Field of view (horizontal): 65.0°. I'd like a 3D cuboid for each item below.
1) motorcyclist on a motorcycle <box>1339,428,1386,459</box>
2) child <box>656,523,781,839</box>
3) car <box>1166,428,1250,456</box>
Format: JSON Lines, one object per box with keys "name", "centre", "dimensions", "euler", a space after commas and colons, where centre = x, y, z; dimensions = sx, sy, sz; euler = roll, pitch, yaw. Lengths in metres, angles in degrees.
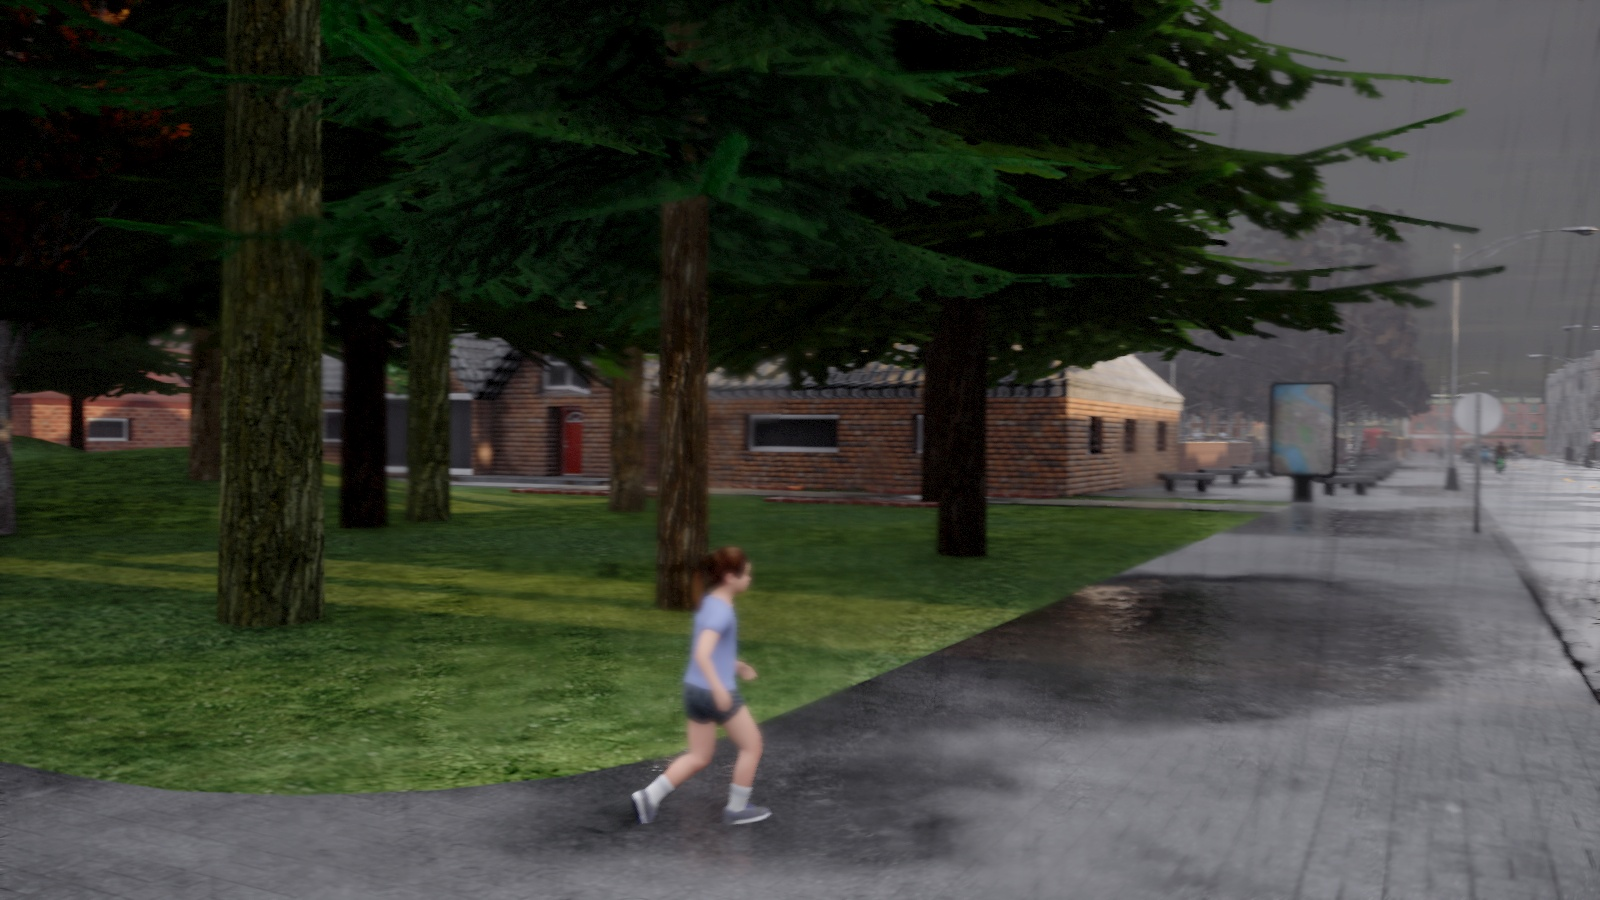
{"name": "motorcyclist on a motorcycle", "centre": [30.824, -0.364, 68.841], "dimensions": [2.350, 1.649, 0.766], "euler": [0, 1, 25]}
{"name": "child", "centre": [-0.306, 0.843, 4.718], "dimensions": [0.394, 1.110, 0.255], "euler": [-1, 1, -22]}
{"name": "car", "centre": [24.848, -0.475, 76.404], "dimensions": [4.611, 1.667, 2.242], "euler": [0, 1, 25]}
